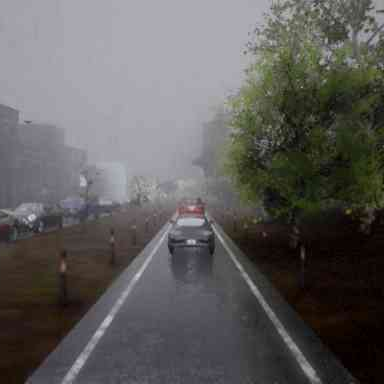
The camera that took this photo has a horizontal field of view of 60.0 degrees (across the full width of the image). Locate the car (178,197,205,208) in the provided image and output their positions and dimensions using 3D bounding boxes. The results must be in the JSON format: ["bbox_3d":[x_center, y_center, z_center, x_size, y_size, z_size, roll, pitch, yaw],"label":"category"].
[{"bbox_3d":[-0.032,1.453,29.021,2.150,2.045,5.566,0,0,0],"label":"car"}]

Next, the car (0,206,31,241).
[{"bbox_3d":[-8.971,1.485,13.481,2.163,1.488,4.792,1,-1,2],"label":"car"}]

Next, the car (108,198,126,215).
[{"bbox_3d":[-9.034,1.568,35.693,2.097,1.535,5.008,0,0,2],"label":"car"}]

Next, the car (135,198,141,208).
[{"bbox_3d":[-9.060,1.635,46.790,2.097,1.535,5.008,0,-1,2],"label":"car"}]

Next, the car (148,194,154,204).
[{"bbox_3d":[-9.099,1.692,63.424,2.097,1.535,5.008,0,0,2],"label":"car"}]

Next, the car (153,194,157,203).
[{"bbox_3d":[-9.113,1.705,68.972,2.097,1.535,5.008,0,-1,2],"label":"car"}]

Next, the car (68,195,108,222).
[{"bbox_3d":[-9.014,1.251,26.741,2.435,2.045,5.566,0,0,2],"label":"car"}]

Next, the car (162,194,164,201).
[{"bbox_3d":[-9.151,1.846,85.600,2.002,1.452,4.674,0,0,0],"label":"car"}]

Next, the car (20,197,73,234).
[{"bbox_3d":[-8.994,1.339,19.087,2.185,1.767,4.553,0,-1,2],"label":"car"}]

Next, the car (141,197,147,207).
[{"bbox_3d":[-9.083,1.646,53.171,1.946,1.575,5.366,0,0,2],"label":"car"}]

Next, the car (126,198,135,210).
[{"bbox_3d":[-9.047,1.612,41.234,2.231,1.521,4.892,0,0,2],"label":"car"}]

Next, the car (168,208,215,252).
[{"bbox_3d":[-0.011,1.657,14.372,1.812,1.442,4.674,0,0,0],"label":"car"}]

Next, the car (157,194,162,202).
[{"bbox_3d":[-9.135,1.533,78.857,2.435,2.045,5.566,0,0,1],"label":"car"}]
